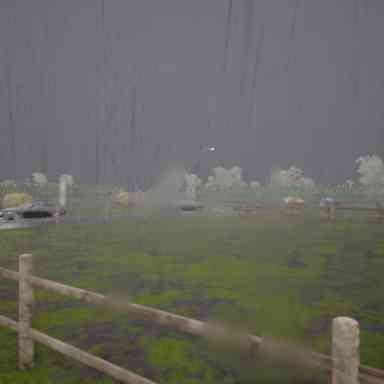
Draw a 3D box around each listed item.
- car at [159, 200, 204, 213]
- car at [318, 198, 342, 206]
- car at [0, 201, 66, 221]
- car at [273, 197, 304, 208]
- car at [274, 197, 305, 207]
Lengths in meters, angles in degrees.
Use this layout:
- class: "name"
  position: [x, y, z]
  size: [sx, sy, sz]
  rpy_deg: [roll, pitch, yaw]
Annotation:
- class: "car"
  position: [-1.109, 1.586, 37.354]
  size: [5.357, 1.411, 2.033]
  rpy_deg: [0, 0, -41]
- class: "car"
  position: [21.454, 1.598, 51.763]
  size: [4.674, 1.442, 1.812]
  rpy_deg: [0, 0, -36]
- class: "car"
  position: [-12.587, 1.516, 26.525]
  size: [2.128, 1.511, 4.902]
  rpy_deg: [0, 0, 44]
- class: "car"
  position: [14.643, 1.533, 50.171]
  size: [5.008, 1.535, 1.882]
  rpy_deg: [0, 0, -37]
- class: "car"
  position: [13.543, 1.665, 45.731]
  size: [4.718, 1.301, 1.895]
  rpy_deg: [0, 0, -37]
